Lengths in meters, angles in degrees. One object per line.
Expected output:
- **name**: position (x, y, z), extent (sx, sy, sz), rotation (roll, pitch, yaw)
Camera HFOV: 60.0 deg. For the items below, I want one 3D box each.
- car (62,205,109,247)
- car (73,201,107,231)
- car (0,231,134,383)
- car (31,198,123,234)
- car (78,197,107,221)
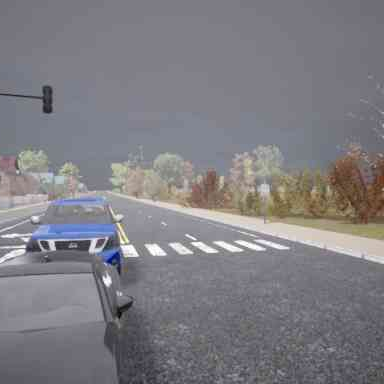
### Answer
- **car**: position (-5.016, 1.495, 16.065), extent (1.837, 1.490, 4.892), rotation (0, 0, -15)
- **car**: position (-6.585, 1.463, 21.811), extent (1.882, 1.535, 5.008), rotation (0, 0, -15)
- **car**: position (-1.718, 1.524, 3.905), extent (1.812, 1.442, 4.674), rotation (0, 0, -13)
- **car**: position (-3.358, 1.216, 9.993), extent (2.150, 2.045, 5.566), rotation (0, 0, -15)
- **car**: position (-8.146, 1.332, 27.544), extent (2.097, 1.767, 4.553), rotation (0, 0, -15)
